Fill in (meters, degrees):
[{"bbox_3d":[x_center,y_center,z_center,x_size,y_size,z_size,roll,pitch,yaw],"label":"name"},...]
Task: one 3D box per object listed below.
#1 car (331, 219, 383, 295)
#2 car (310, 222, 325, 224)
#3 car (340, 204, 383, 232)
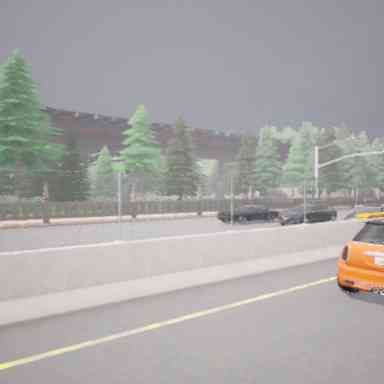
[{"bbox_3d":[5.377,1.349,7.588,4.553,1.767,2.097,0,0,-36],"label":"car"},{"bbox_3d":[7.879,1.499,22.434,4.892,1.490,1.837,1,0,-35],"label":"car"},{"bbox_3d":[11.315,1.517,20.565,4.674,1.442,1.812,0,0,-35],"label":"car"}]
